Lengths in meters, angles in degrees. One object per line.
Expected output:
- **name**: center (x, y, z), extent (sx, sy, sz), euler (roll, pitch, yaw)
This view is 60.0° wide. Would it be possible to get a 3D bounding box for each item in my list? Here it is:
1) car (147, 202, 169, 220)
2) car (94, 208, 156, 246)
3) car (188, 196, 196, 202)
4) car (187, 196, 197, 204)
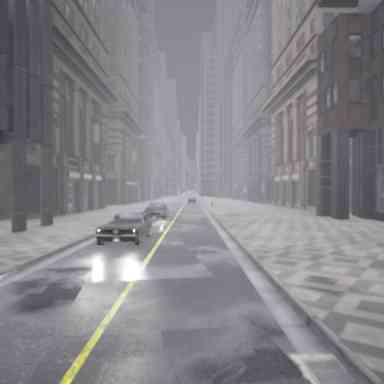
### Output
- **car**: center (-3.032, 1.641, 29.562), extent (2.033, 1.411, 5.357), euler (0, 0, 1)
- **car**: center (-3.044, 1.652, 15.623), extent (1.895, 1.301, 4.718), euler (0, 0, 1)
- **car**: center (-0.025, 1.657, 80.802), extent (2.033, 1.411, 5.357), euler (0, 0, 0)
- **car**: center (-0.021, 1.675, 70.381), extent (1.882, 1.535, 5.008), euler (0, 0, 0)
